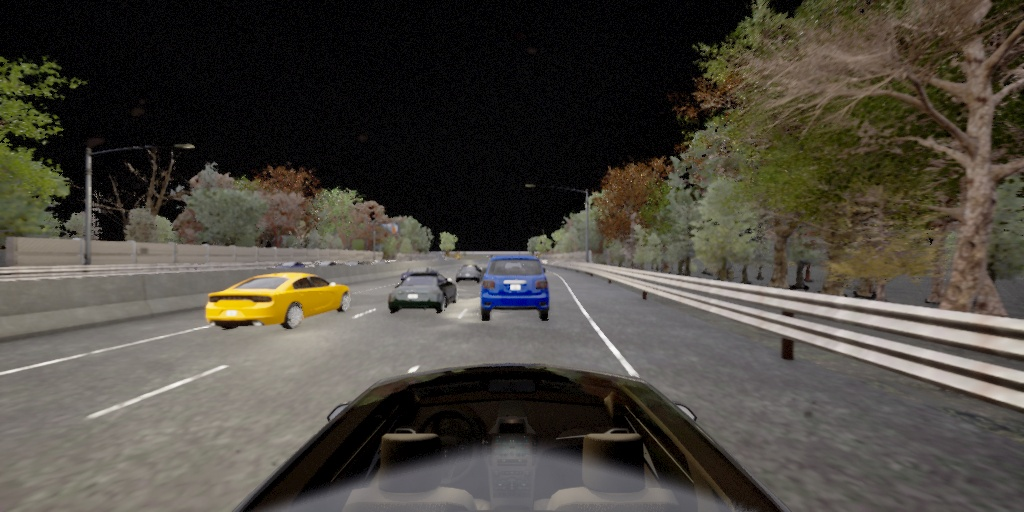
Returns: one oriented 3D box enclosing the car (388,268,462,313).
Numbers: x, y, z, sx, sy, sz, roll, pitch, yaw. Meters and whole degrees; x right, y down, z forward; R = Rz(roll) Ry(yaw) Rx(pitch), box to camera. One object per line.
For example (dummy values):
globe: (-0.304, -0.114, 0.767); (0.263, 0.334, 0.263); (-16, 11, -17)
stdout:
car: (-3.410, 1.364, 14.359); (1.994, 1.385, 4.181); (0, 0, 0)

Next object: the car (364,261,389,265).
car: (-17.564, 1.460, 47.975); (1.837, 1.490, 4.892); (0, -1, 0)

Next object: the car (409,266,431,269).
car: (-6.912, 1.456, 27.518); (1.895, 1.301, 4.718); (0, 0, 0)

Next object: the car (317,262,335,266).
car: (-24.560, 1.476, 47.672); (1.812, 1.442, 4.674); (0, -1, 0)

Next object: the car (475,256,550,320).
car: (0.089, 1.015, 13.024); (2.150, 2.045, 5.566); (0, 0, 0)

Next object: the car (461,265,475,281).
car: (-3.407, 1.428, 29.532); (1.994, 1.385, 4.181); (0, 0, 0)

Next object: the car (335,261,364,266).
car: (-21.062, 1.429, 47.680); (1.882, 1.535, 5.008); (0, -1, 0)

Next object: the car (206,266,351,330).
car: (-6.924, 1.265, 11.346); (1.882, 1.535, 5.008); (0, 0, 0)

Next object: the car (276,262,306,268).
car: (-28.035, 1.467, 45.611); (1.812, 1.442, 4.674); (0, 0, 0)
